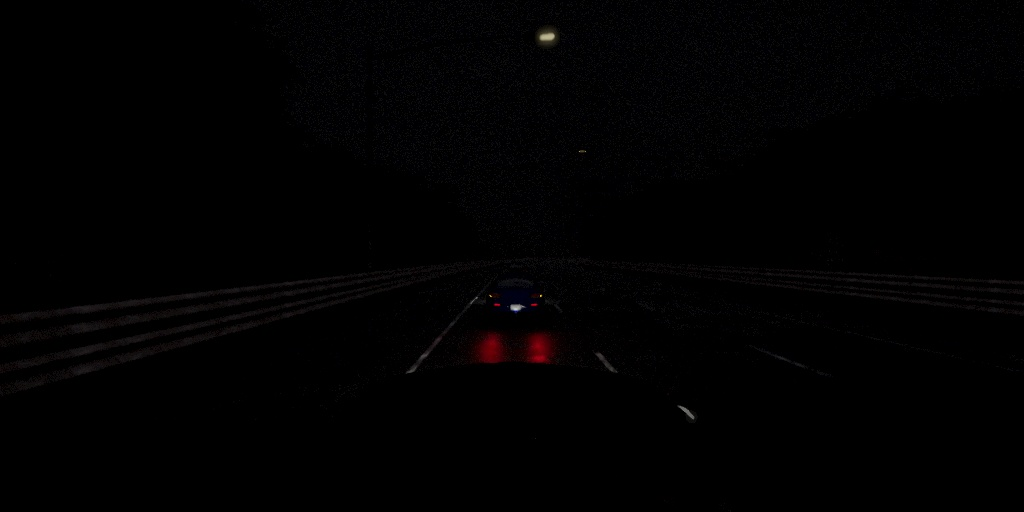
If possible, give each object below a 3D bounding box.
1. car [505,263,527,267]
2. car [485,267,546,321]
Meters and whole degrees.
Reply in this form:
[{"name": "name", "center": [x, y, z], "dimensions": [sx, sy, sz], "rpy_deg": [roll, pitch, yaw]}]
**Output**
[{"name": "car", "center": [0.337, 1.276, 29.794], "dimensions": [1.812, 1.442, 4.674], "rpy_deg": [0, 0, 1]}, {"name": "car", "center": [0.115, 1.266, 12.296], "dimensions": [1.812, 1.442, 4.674], "rpy_deg": [0, 0, 0]}]
